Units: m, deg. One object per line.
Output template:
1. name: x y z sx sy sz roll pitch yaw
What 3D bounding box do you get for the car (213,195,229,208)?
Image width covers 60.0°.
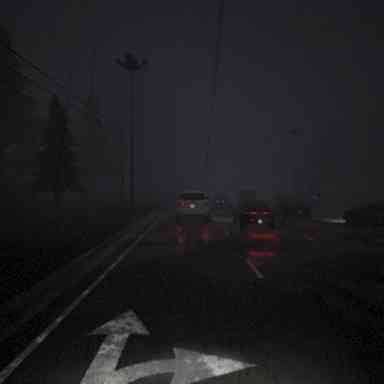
1. car: 3.405 1.044 38.401 2.033 1.411 5.357 0 1 0

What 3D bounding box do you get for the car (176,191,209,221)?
1. car: 0.023 0.914 23.783 2.150 2.045 5.566 0 1 0

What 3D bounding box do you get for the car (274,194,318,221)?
1. car: 7.022 1.154 24.032 1.882 1.535 5.008 0 1 0

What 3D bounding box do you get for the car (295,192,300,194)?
1. car: 10.411 1.031 38.522 2.033 1.411 5.357 0 1 0

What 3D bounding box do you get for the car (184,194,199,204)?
1. car: -0.055 0.957 46.907 1.994 1.385 4.181 0 1 0

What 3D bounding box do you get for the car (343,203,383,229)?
1. car: 10.538 1.295 19.339 1.994 1.385 4.181 0 1 -1

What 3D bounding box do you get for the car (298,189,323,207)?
1. car: 13.921 0.677 40.359 2.150 2.045 5.566 0 1 0

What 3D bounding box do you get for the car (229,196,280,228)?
1. car: 3.536 1.243 19.715 1.837 1.490 4.892 0 1 0

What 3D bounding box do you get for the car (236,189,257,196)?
1. car: 6.923 0.662 42.450 2.150 2.045 5.566 0 1 0
